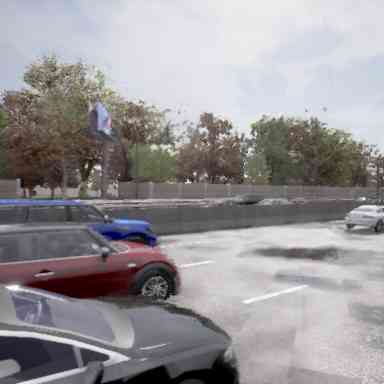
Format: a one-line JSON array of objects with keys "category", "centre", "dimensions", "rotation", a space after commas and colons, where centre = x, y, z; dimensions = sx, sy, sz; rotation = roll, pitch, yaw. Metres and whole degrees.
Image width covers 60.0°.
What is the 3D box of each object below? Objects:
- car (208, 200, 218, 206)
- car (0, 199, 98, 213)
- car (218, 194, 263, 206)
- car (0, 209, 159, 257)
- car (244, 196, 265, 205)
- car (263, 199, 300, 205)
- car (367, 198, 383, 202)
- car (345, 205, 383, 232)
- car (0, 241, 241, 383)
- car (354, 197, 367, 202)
[{"category": "car", "centre": [4.137, 1.524, 41.308], "dimensions": [4.902, 1.511, 2.128], "rotation": [0, 0, -35]}, {"category": "car", "centre": [-3.700, 1.224, 9.703], "dimensions": [5.566, 2.045, 2.150], "rotation": [0, 0, -35]}, {"category": "car", "centre": [6.175, 1.253, 38.466], "dimensions": [5.566, 2.045, 2.150], "rotation": [0, 0, -36]}, {"category": "car", "centre": [-2.430, 1.353, 6.313], "dimensions": [4.553, 1.767, 2.097], "rotation": [0, 0, -35]}, {"category": "car", "centre": [8.349, 1.523, 35.716], "dimensions": [4.902, 1.511, 2.128], "rotation": [0, 0, -35]}, {"category": "car", "centre": [9.285, 1.593, 32.090], "dimensions": [4.181, 1.385, 1.994], "rotation": [0, 0, -35]}, {"category": "car", "centre": [32.851, 1.730, 57.371], "dimensions": [4.718, 1.301, 1.895], "rotation": [0, 0, -35]}, {"category": "car", "centre": [11.180, 1.545, 20.312], "dimensions": [4.674, 1.442, 1.812], "rotation": [0, 0, -35]}, {"category": "car", "centre": [-1.759, 1.492, 2.487], "dimensions": [4.902, 1.511, 2.128], "rotation": [0, 0, -35]}, {"category": "car", "centre": [31.172, 1.686, 60.472], "dimensions": [4.181, 1.385, 1.994], "rotation": [0, 0, -35]}]
